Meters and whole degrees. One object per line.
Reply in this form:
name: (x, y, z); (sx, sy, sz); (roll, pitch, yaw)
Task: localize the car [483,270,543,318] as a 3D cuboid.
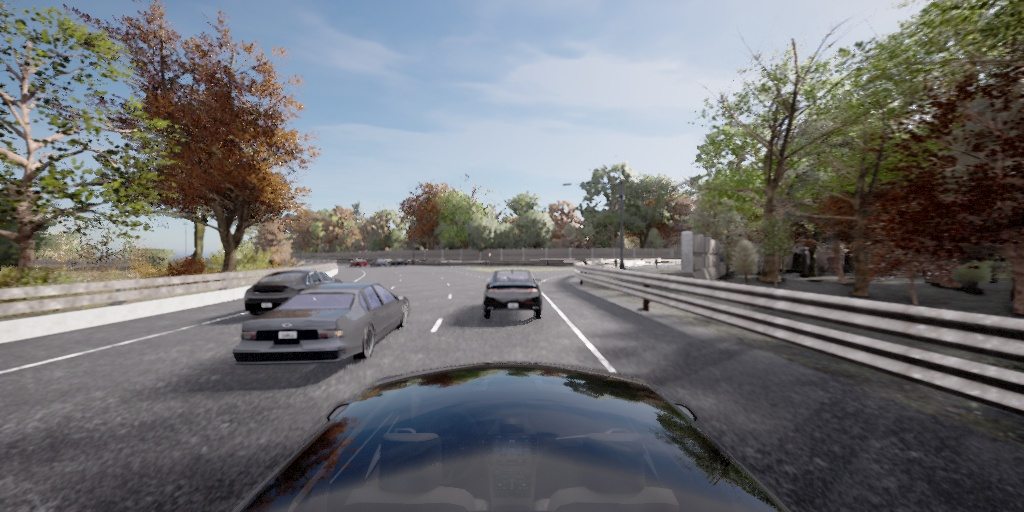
car: (0.014, 1.225, 12.847); (2.128, 1.511, 4.902); (0, 0, 0)

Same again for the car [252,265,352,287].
car: (-7.800, 1.267, 13.390); (1.837, 1.490, 4.892); (0, 0, -7)

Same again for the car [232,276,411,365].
car: (-3.744, 1.302, 8.206); (2.033, 1.411, 5.357); (0, 0, -4)
